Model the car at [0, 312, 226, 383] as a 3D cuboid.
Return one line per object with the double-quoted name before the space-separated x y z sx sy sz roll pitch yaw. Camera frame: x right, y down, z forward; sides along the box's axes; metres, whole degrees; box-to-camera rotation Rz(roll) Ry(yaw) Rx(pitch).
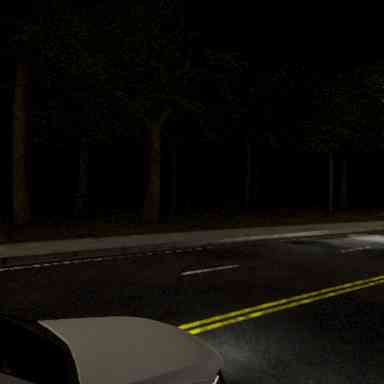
"car" -1.833 1.521 2.102 4.674 1.442 1.812 1 0 -35
